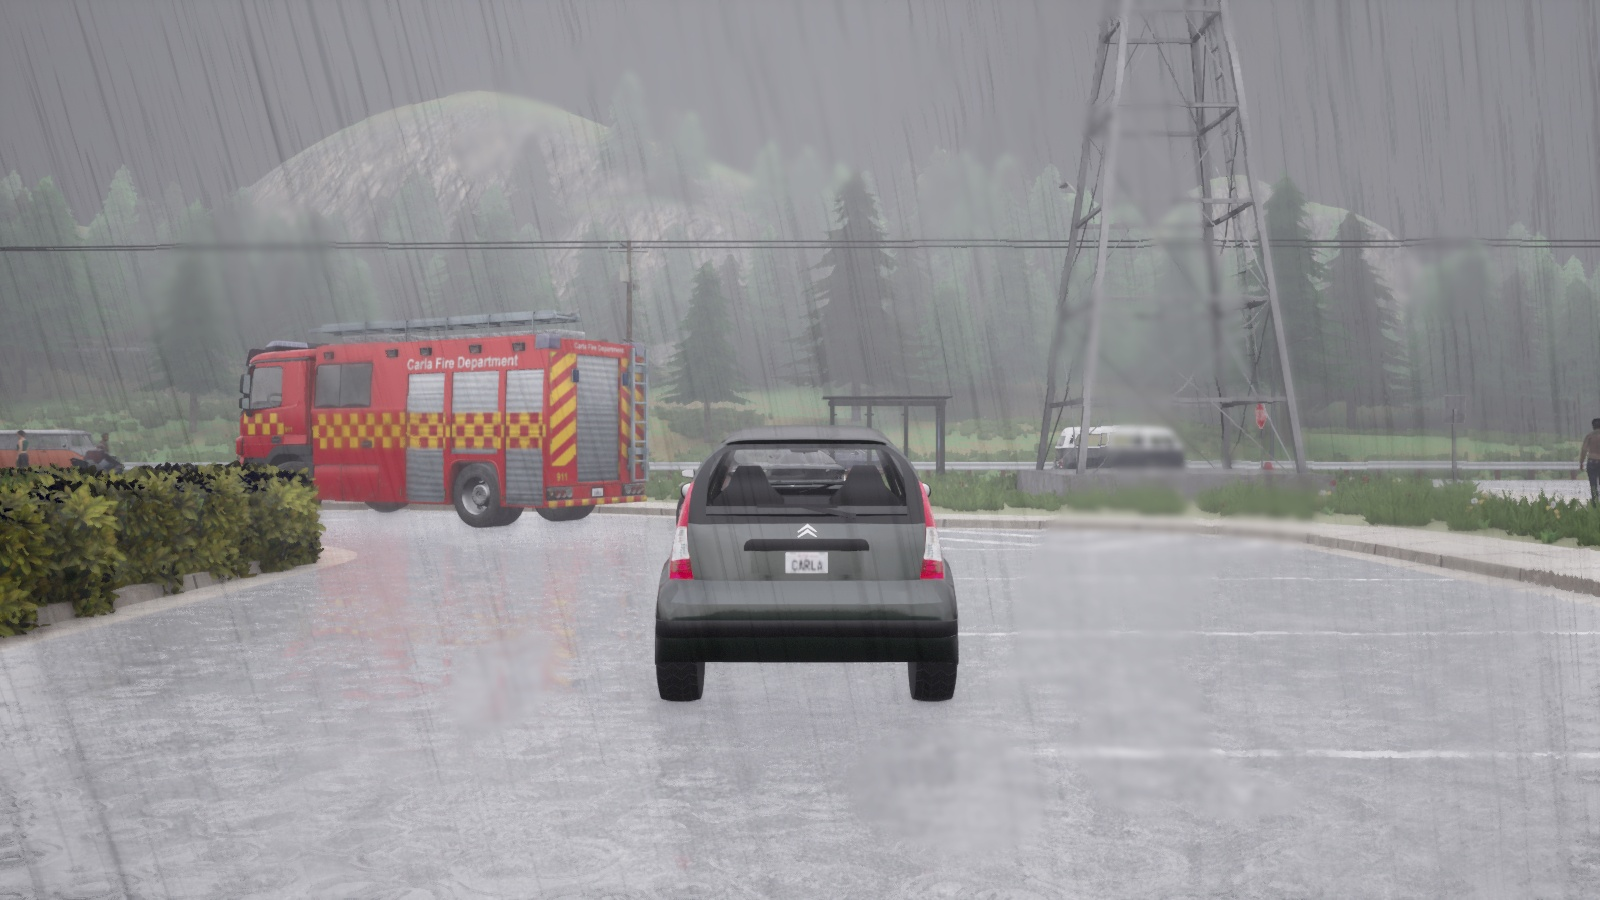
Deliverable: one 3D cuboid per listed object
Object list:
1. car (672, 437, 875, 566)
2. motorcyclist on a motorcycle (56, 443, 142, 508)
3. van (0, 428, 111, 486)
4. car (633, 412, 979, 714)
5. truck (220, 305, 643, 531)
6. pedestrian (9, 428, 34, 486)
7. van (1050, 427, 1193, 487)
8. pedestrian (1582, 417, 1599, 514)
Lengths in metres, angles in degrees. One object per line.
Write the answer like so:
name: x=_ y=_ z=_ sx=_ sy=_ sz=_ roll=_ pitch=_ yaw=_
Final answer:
car: x=-0.527 y=0.595 z=17.247 sx=2.007 sy=1.525 sz=4.514 roll=0 pitch=0 yaw=-12
motorcyclist on a motorcycle: x=-17.075 y=0.595 z=30.649 sx=0.866 sy=1.530 sz=2.191 roll=0 pitch=0 yaw=0
van: x=-26.917 y=0.228 z=44.210 sx=4.442 sy=1.987 sz=1.775 roll=0 pitch=0 yaw=7
car: x=0.038 y=0.595 z=8.719 sx=1.851 sy=1.617 sz=3.988 roll=0 pitch=0 yaw=0
truck: x=-7.354 y=-0.563 z=24.590 sx=8.468 sy=3.827 sz=2.891 roll=0 pitch=0 yaw=30
pedestrian: x=-24.904 y=0.211 z=40.194 sx=0.594 sy=1.836 sz=0.345 roll=0 pitch=0 yaw=8
van: x=11.184 y=0.231 z=43.976 sx=4.480 sy=2.038 sz=2.069 roll=0 pitch=0 yaw=1
pedestrian: x=15.048 y=0.280 z=23.693 sx=0.328 sy=1.805 sz=0.869 roll=0 pitch=0 yaw=20
